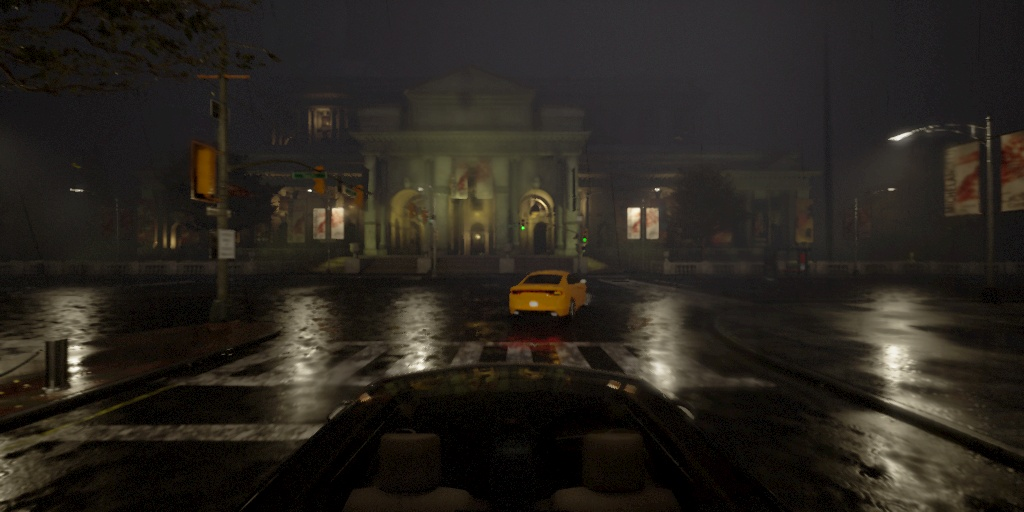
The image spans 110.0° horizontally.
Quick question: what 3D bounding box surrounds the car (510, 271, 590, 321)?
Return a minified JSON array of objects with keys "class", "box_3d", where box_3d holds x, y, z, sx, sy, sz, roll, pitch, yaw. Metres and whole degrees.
[{"class":"car","box_3d":[1.499,1.260,12.793,1.882,1.535,5.008,-1,0,20]}]
